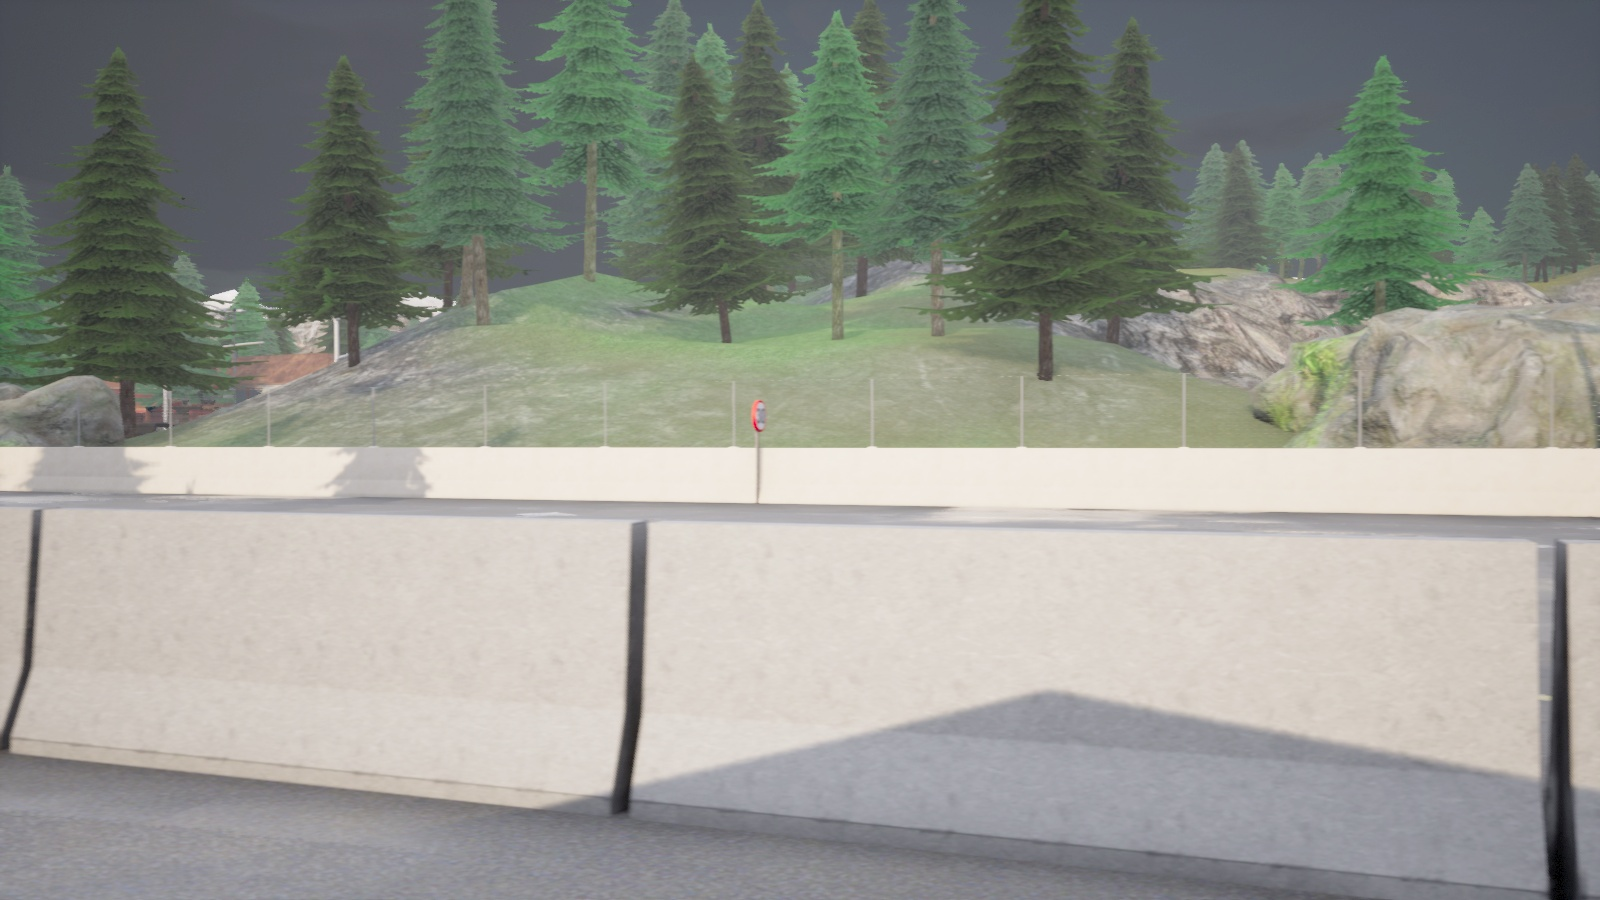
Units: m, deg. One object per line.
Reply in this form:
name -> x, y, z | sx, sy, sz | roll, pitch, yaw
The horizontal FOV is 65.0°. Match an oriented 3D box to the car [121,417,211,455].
car -> -32.301, -0.721, 64.064 | 1.905, 1.878, 3.866 | 1, 1, 19
